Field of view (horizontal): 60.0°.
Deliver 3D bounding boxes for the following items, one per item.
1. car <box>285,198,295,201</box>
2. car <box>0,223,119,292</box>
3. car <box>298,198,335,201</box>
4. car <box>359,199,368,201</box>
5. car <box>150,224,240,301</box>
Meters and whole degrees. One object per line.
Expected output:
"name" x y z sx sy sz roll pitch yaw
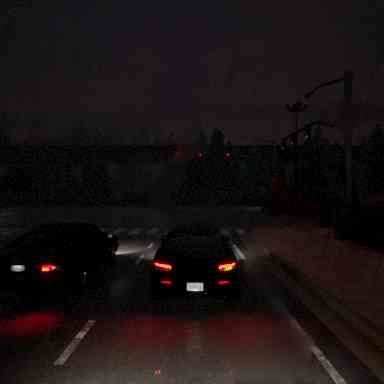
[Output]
"car" 14.121 1.526 46.855 4.674 1.442 1.812 0 0 2
"car" -3.420 1.547 9.050 2.033 1.411 5.357 0 0 0
"car" 16.920 1.491 43.340 4.902 1.511 2.128 0 0 0
"car" 23.228 1.601 46.813 4.718 1.301 1.895 0 0 0
"car" 0.072 1.526 8.229 1.812 1.442 4.674 0 0 0
